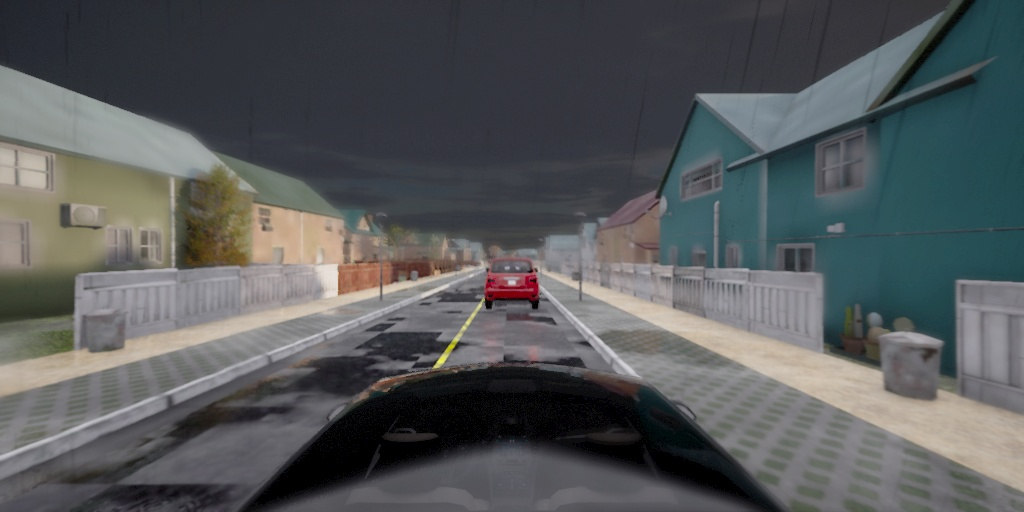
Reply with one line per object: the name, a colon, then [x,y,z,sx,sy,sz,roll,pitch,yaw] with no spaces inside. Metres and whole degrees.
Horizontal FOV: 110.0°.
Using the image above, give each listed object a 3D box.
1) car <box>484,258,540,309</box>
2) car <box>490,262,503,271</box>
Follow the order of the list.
car: [0.002,1.098,15.869,2.150,2.045,5.566,0,0,0]
car: [-2.747,1.838,64.189,2.128,1.511,4.902,0,-1,0]
